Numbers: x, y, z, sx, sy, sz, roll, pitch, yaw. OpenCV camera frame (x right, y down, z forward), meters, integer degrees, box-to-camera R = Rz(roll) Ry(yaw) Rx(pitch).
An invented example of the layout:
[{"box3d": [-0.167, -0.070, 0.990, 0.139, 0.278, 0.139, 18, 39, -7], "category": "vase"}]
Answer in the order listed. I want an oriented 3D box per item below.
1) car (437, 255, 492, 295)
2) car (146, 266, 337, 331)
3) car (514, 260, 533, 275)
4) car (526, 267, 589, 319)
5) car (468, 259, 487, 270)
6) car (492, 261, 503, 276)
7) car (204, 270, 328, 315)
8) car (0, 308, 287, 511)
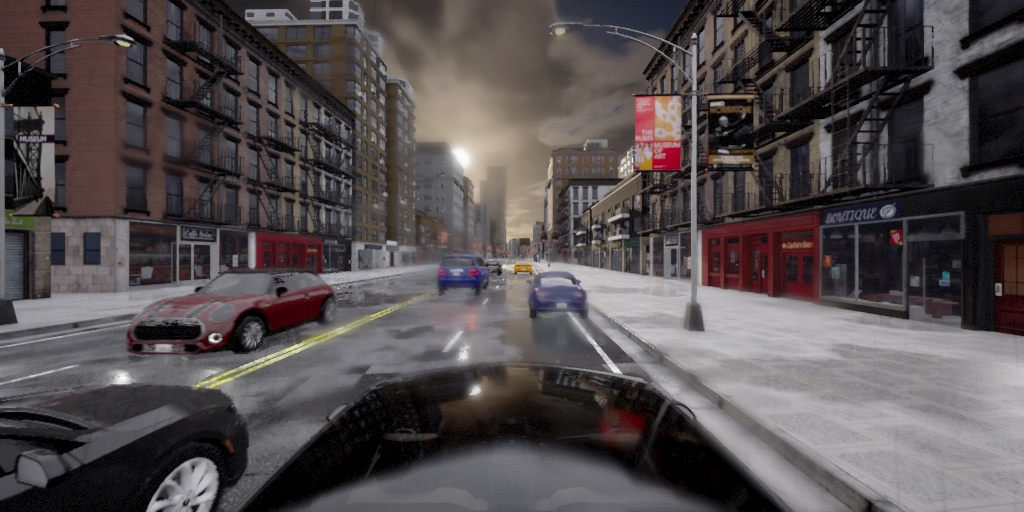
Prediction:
[{"box3d": [-2.560, 0.965, 19.767, 2.150, 2.045, 5.566, 0, 0, 2], "category": "car"}, {"box3d": [-6.338, 1.101, 8.832, 2.097, 1.767, 4.553, 0, 0, 2], "category": "car"}, {"box3d": [1.239, 1.214, 39.273, 1.882, 1.535, 5.008, 0, 0, 2], "category": "car"}, {"box3d": [1.520, 1.274, 12.729, 1.812, 1.442, 4.674, 0, 0, 2], "category": "car"}, {"box3d": [-5.023, 1.222, 52.545, 2.128, 1.511, 4.902, 0, 0, 2], "category": "car"}, {"box3d": [-2.028, 1.229, 37.480, 2.128, 1.511, 4.902, 0, 0, 2], "category": "car"}, {"box3d": [-9.427, 1.312, 14.271, 1.994, 1.385, 4.181, 0, 0, 2], "category": "car"}, {"box3d": [-3.124, 1.254, 0.941, 1.837, 1.490, 4.892, 0, 0, 2], "category": "car"}]
